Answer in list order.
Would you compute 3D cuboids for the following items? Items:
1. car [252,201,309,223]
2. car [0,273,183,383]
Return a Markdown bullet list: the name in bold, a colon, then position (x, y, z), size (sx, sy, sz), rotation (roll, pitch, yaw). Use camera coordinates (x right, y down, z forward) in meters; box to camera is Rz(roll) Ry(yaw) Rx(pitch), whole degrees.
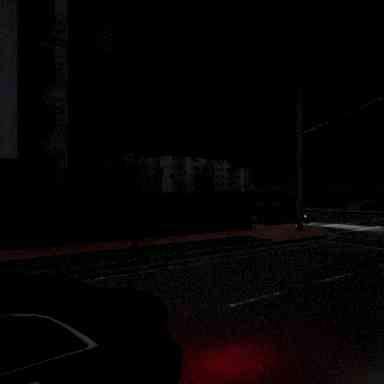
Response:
- **car**: position (6.746, 1.491, 26.051), size (2.128, 1.511, 4.902), rotation (0, 0, -36)
- **car**: position (-2.363, 1.504, 2.310), size (4.892, 1.490, 1.837), rotation (0, 0, -36)
